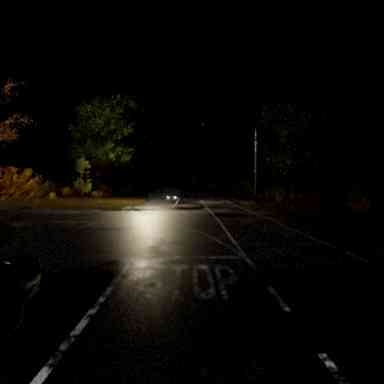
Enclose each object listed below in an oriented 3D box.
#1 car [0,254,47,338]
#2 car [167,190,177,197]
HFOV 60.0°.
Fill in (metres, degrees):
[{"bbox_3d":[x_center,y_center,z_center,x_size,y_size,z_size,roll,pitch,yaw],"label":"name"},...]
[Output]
[{"bbox_3d":[-3.513,1.480,3.643,2.033,1.411,5.357,0,1,0],"label":"car"},{"bbox_3d":[-4.219,0.309,69.606,1.895,1.301,4.718,0,1,-1],"label":"car"}]
